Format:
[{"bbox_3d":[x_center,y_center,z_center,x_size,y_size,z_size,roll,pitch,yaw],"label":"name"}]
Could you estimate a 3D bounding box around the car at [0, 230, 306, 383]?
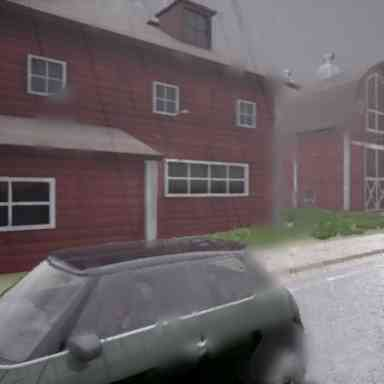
[{"bbox_3d":[-0.946,1.360,3.315,4.553,1.767,2.097,0,0,-36],"label":"car"}]
